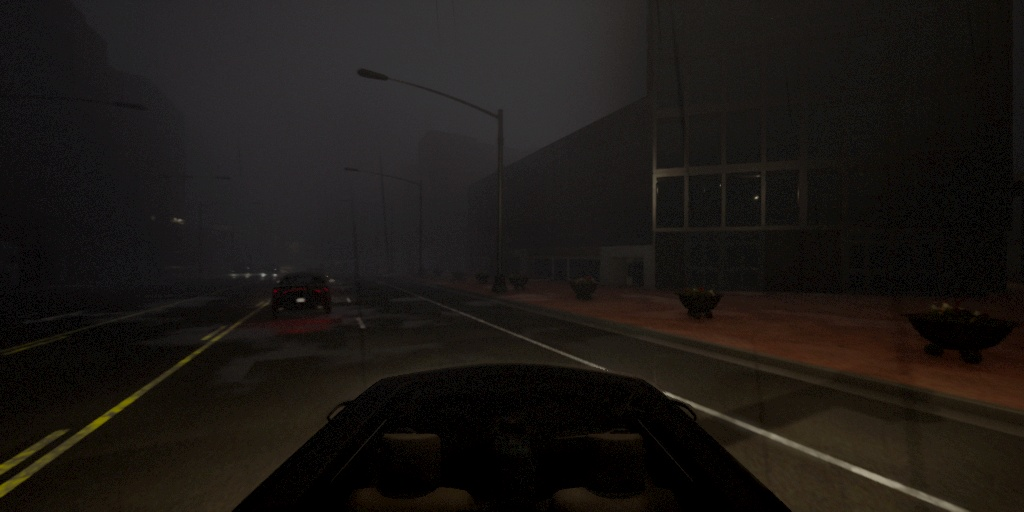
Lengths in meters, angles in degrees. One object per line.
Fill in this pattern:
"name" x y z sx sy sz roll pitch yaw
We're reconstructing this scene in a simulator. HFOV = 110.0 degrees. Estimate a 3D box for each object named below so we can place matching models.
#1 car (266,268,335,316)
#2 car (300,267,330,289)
"car" -8.319 1.375 14.462 1.882 1.535 5.008 0 -1 -27
"car" -15.003 1.621 27.515 1.812 1.442 4.674 0 -1 -27
